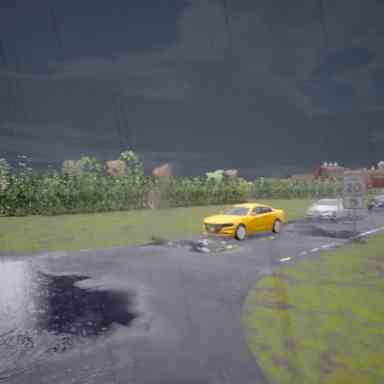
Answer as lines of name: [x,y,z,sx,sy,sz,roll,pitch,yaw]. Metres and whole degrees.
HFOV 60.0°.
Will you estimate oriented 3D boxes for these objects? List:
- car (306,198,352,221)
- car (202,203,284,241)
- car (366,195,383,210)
car: [9.847,1.204,23.655,1.812,1.442,4.674,0,1,45]
car: [2.611,1.328,16.287,1.882,1.535,5.008,0,1,44]
car: [18.795,0.988,32.735,1.812,1.442,4.674,0,1,44]
